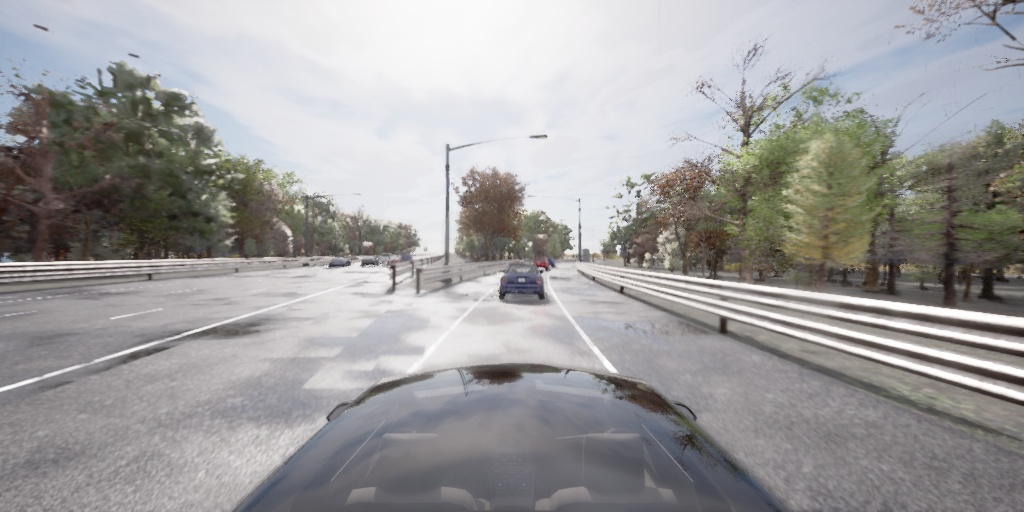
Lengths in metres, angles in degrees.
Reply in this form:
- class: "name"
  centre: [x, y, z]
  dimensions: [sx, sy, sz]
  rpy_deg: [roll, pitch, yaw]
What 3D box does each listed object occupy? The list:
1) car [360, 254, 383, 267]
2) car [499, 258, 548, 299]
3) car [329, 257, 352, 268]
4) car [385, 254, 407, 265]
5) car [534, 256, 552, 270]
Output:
- class: "car"
  centre: [-20.558, 0.833, 52.224]
  dimensions: [1.837, 1.490, 4.892]
  rpy_deg: [0, 0, -10]
- class: "car"
  centre: [0.564, 1.123, 18.461]
  dimensions: [2.097, 1.767, 4.553]
  rpy_deg: [0, 0, 3]
- class: "car"
  centre: [-23.654, 0.883, 49.593]
  dimensions: [1.994, 1.385, 4.181]
  rpy_deg: [0, 0, -10]
- class: "car"
  centre: [-17.171, 0.877, 53.155]
  dimensions: [1.812, 1.442, 4.674]
  rpy_deg: [0, 0, -10]
- class: "car"
  centre: [4.095, 1.045, 51.642]
  dimensions: [2.150, 2.045, 5.566]
  rpy_deg: [0, 0, 10]
